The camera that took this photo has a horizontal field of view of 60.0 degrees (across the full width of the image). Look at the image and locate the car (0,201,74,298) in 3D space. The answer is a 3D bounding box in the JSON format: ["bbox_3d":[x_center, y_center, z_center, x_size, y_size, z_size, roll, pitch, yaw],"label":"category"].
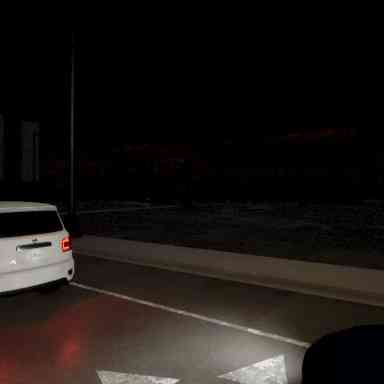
[{"bbox_3d":[-5.037,1.220,7.580,5.566,2.045,2.150,0,0,35],"label":"car"}]

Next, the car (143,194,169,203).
[{"bbox_3d":[-6.198,1.153,57.419,4.892,1.490,1.837,0,0,-40],"label":"car"}]

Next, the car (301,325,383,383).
[{"bbox_3d":[3.000,1.516,1.847,4.674,1.442,1.812,0,0,35],"label":"car"}]

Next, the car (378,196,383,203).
[{"bbox_3d":[39.921,1.527,67.903,2.038,1.542,4.974,1,1,6],"label":"car"}]

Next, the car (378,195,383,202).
[{"bbox_3d":[39.928,1.369,67.953,1.853,1.218,4.536,1,1,6],"label":"car"}]
